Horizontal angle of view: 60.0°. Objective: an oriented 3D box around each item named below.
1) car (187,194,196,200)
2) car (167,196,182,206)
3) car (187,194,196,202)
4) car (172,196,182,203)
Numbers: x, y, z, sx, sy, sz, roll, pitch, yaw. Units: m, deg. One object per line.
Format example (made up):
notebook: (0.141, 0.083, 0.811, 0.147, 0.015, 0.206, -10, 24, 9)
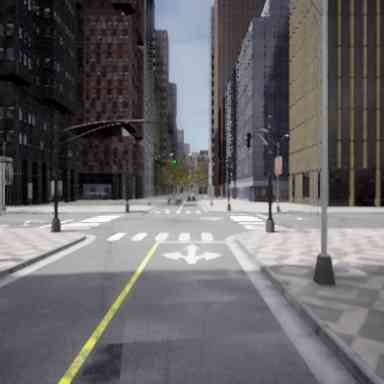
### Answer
car: (-0.142, 1.345, 85.018, 2.128, 1.511, 4.902, 0, 0, 0)
car: (-3.123, 1.481, 55.372, 2.128, 1.511, 4.902, 0, 0, 0)
car: (-0.116, 1.504, 75.013, 1.812, 1.442, 4.674, 0, 0, 0)
car: (-3.105, 1.512, 70.510, 1.812, 1.442, 4.674, 0, 0, 0)
